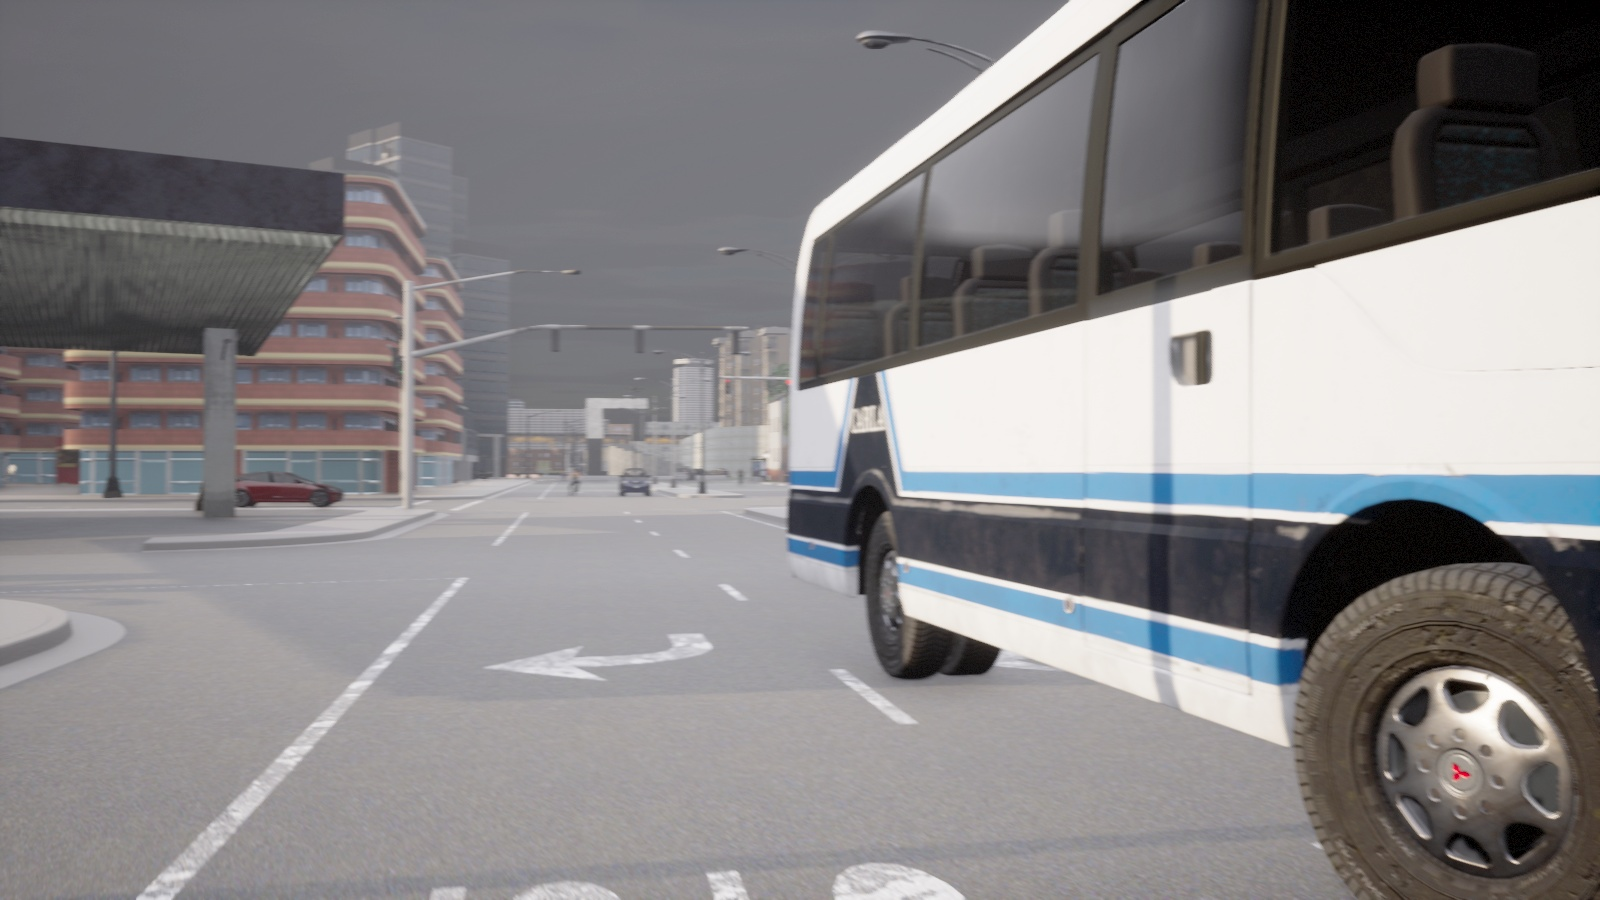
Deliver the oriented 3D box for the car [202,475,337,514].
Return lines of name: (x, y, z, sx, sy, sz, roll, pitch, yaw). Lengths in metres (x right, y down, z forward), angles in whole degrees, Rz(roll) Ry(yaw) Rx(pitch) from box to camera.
car: (-21.652, 1.784, 51.439, 4.792, 1.488, 2.163, 0, -1, -12)

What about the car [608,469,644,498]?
car: (-10.140, 1.906, 72.871, 1.851, 1.617, 3.988, 0, -1, -11)

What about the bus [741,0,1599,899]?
bus: (2.655, -0.477, 7.288, 3.944, 4.253, 10.273, 0, -1, -14)
